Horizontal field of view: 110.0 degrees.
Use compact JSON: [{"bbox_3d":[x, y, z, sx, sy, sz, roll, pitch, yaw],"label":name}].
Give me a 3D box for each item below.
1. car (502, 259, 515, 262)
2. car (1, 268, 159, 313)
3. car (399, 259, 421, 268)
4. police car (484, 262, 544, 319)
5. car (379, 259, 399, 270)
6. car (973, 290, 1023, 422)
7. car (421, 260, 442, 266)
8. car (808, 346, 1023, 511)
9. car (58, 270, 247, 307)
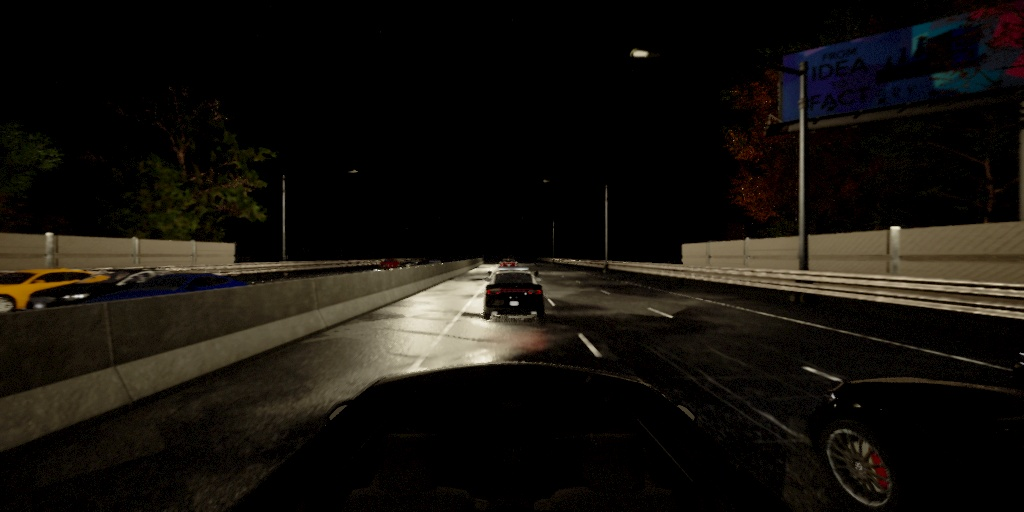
[{"bbox_3d":[-0.409,1.082,42.827,2.097,1.767,4.553,0,0,-1],"label":"car"},{"bbox_3d":[-14.152,1.244,13.174,2.128,1.511,4.902,0,0,0],"label":"car"},{"bbox_3d":[-14.877,1.216,54.026,2.128,1.511,4.902,0,0,-1],"label":"car"},{"bbox_3d":[0.048,1.173,13.014,1.930,1.638,5.238,0,0,0],"label":"police car"},{"bbox_3d":[-18.369,1.203,53.855,1.882,1.535,5.008,0,0,-1],"label":"car"},{"bbox_3d":[7.092,1.226,2.281,1.882,1.535,5.008,0,0,0],"label":"car"},{"bbox_3d":[-11.328,1.272,52.418,2.033,1.411,5.357,0,0,-1],"label":"car"},{"bbox_3d":[3.593,1.275,1.264,1.812,1.442,4.674,0,0,0],"label":"car"},{"bbox_3d":[-10.642,1.278,11.509,1.812,1.442,4.674,0,0,0],"label":"car"}]
